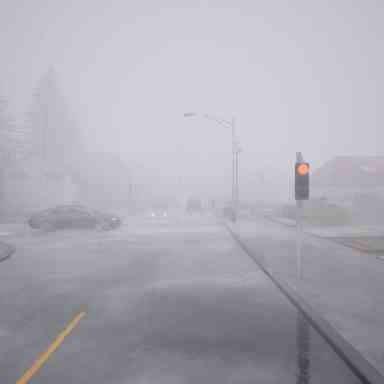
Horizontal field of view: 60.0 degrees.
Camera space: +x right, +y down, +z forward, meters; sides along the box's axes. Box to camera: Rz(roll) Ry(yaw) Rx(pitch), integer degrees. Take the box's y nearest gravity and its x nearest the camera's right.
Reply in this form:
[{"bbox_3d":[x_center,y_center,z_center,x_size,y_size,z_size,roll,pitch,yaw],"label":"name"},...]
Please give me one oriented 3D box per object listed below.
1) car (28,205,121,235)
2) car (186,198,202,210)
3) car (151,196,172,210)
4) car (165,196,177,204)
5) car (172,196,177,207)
[{"bbox_3d":[-6.487,1.492,18.657,4.902,1.511,2.128,0,0,-13],"label":"car"},{"bbox_3d":[0.236,1.491,42.503,2.128,1.511,4.902,0,0,0],"label":"car"},{"bbox_3d":[-3.971,1.505,42.263,1.837,1.490,4.892,0,0,0],"label":"car"},{"bbox_3d":[-3.869,1.477,62.378,1.882,1.535,5.008,0,0,1],"label":"car"},{"bbox_3d":[-3.934,1.352,52.306,2.097,1.767,4.553,0,0,0],"label":"car"}]
